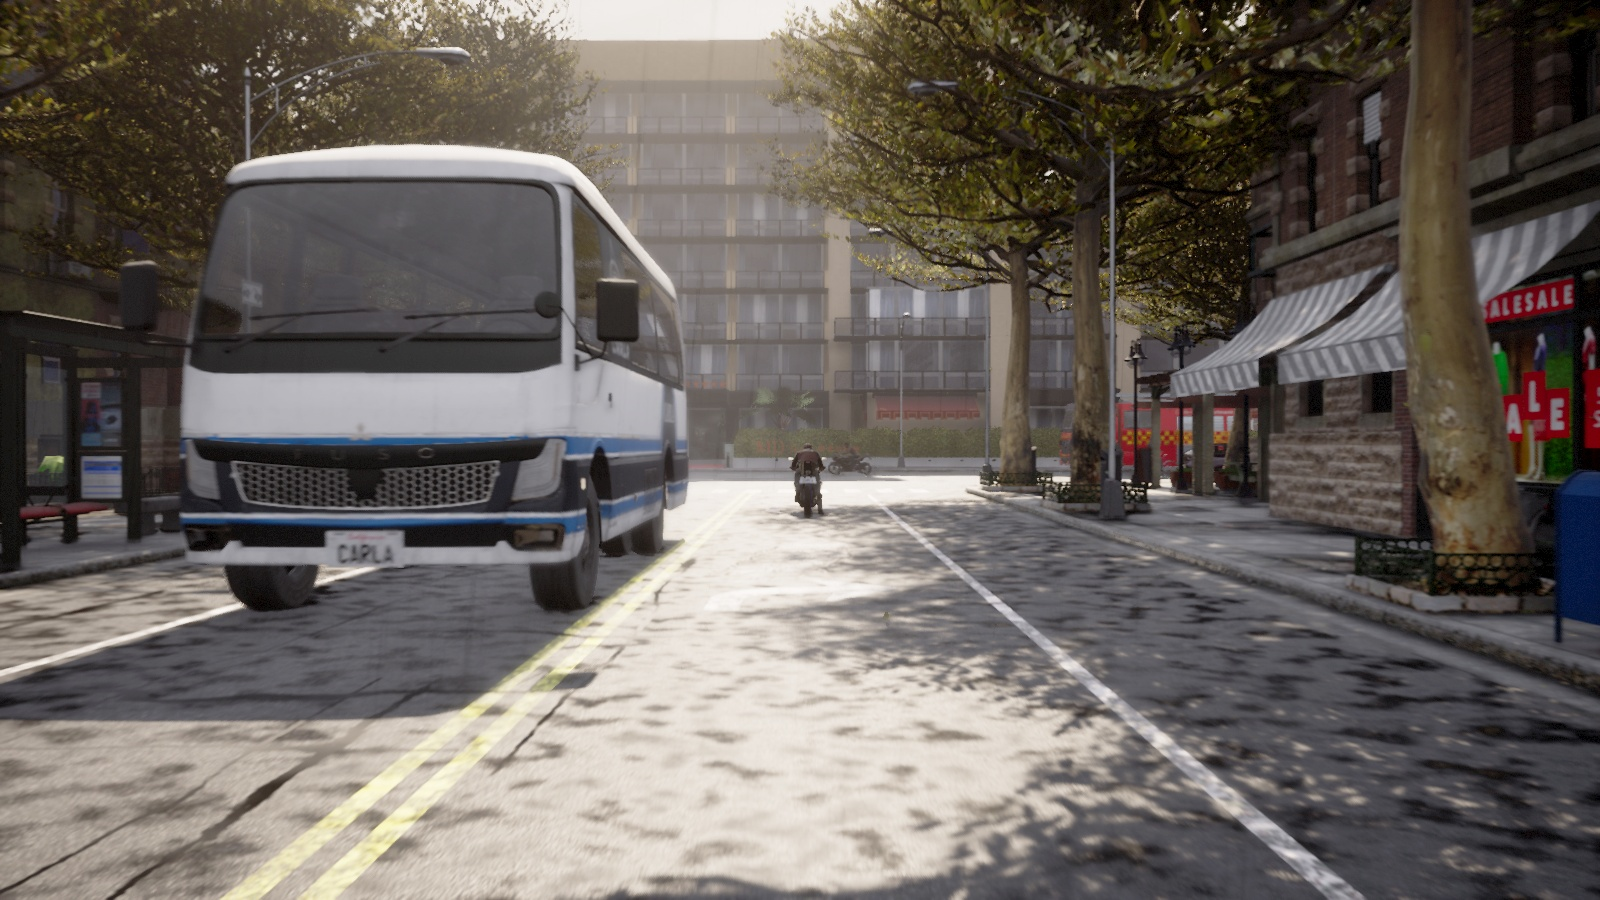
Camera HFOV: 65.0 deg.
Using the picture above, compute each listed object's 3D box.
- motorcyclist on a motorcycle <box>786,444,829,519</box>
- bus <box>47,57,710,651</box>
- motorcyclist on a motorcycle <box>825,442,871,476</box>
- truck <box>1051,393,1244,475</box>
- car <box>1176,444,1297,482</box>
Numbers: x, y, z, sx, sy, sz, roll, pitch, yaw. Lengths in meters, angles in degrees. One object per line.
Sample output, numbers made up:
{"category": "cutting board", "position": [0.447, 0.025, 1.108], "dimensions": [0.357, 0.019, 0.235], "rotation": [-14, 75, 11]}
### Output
{"category": "motorcyclist on a motorcycle", "position": [0.166, 0.632, 26.492], "dimensions": [0.866, 1.530, 2.191], "rotation": [0, 0, 0]}
{"category": "bus", "position": [-3.397, -0.712, 14.149], "dimensions": [3.944, 4.253, 10.273], "rotation": [0, 0, 0]}
{"category": "motorcyclist on a motorcycle", "position": [2.180, 0.410, 56.881], "dimensions": [2.044, 1.523, 0.797], "rotation": [0, 0, 0]}
{"category": "truck", "position": [16.599, -0.745, 60.352], "dimensions": [8.468, 3.827, 2.891], "rotation": [0, 0, 0]}
{"category": "car", "position": [17.283, 0.493, 49.857], "dimensions": [4.193, 1.474, 1.816], "rotation": [0, 0, 0]}
